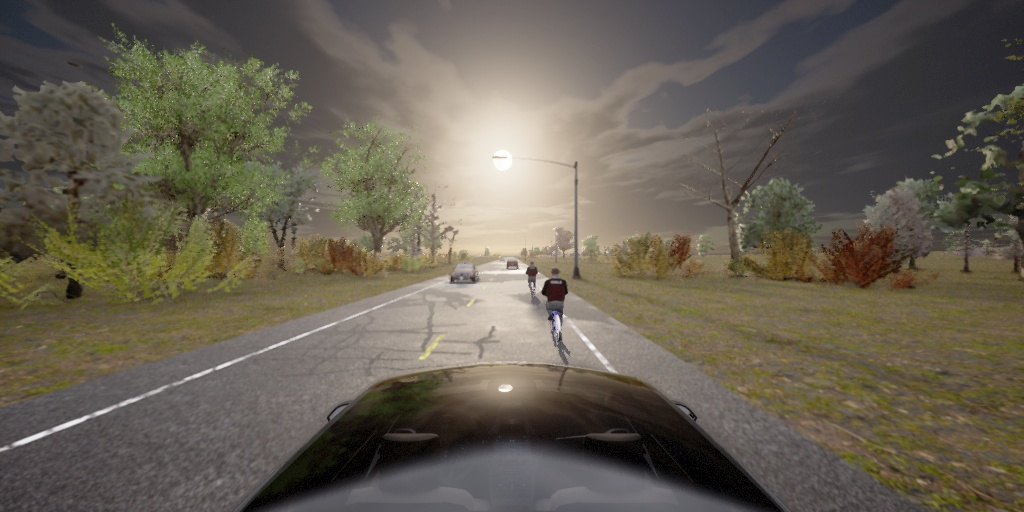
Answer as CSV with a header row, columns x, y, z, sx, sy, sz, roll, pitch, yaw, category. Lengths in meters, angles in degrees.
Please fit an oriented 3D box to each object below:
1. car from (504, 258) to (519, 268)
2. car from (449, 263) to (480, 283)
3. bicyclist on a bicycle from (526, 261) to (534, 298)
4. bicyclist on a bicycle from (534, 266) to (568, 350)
x,y,z,sx,sy,sz,roll,pitch,yaw,category
0.084,1.215,60.037,1.882,1.535,5.008,0,-1,1,car
-3.593,1.273,27.806,1.812,1.442,4.674,0,0,0,car
0.960,1.120,17.366,0.659,1.776,1.843,0,0,0,bicyclist on a bicycle
0.961,1.121,8.157,0.659,1.776,1.843,0,0,0,bicyclist on a bicycle
